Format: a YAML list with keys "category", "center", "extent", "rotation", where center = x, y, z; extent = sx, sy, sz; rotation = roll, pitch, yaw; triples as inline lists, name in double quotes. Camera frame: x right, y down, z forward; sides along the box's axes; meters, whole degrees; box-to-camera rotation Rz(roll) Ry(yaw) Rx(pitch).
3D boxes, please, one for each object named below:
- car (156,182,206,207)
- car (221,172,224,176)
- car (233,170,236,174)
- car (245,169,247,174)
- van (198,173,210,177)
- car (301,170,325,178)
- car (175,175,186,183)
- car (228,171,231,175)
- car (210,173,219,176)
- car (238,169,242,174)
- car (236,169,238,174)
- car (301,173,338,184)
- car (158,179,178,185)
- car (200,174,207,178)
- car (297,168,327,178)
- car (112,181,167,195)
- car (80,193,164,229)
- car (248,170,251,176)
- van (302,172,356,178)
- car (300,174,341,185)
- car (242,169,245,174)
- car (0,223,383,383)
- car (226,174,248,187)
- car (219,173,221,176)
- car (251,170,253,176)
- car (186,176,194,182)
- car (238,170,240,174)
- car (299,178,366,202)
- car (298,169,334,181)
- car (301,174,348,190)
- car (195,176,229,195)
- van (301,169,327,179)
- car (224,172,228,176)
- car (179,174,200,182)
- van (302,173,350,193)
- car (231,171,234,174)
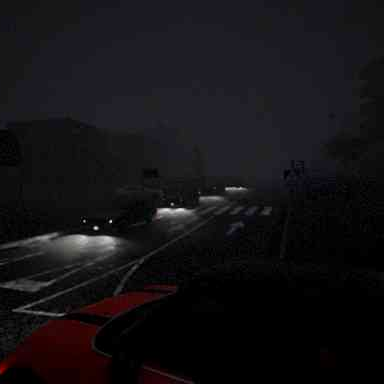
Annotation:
- category: "car"
  center: [-0.705, 0.297, 27.079]
  extent: [2.033, 1.411, 5.357]
  rotation: [0, 5, 17]
- category: "car"
  center: [2.476, -2.103, 56.123]
  extent: [4.792, 1.488, 2.163]
  rotation: [-2, 4, -3]
- category: "car"
  center: [5.795, -3.091, 67.333]
  extent: [5.008, 1.535, 2.097]
  rotation: [-2, 5, -3]
- category: "car"
  center: [10.015, -4.227, 81.336]
  extent: [5.008, 1.535, 2.097]
  rotation: [-2, 4, -3]
- category: "van"
  center: [-0.166, -1.631, 47.675]
  extent: [4.442, 1.987, 1.878]
  rotation: [-2, 5, -3]
- category: "car"
  center: [13.597, -0.829, 33.186]
  extent: [5.566, 2.045, 2.435]
  rotation: [-1, 5, -2]
- category: "car"
  center: [-3.310, -0.574, 36.406]
  extent: [4.553, 1.767, 2.185]
  rotation: [-2, 5, -4]
- category: "car"
  center: [4.118, -2.610, 61.728]
  extent: [4.892, 1.521, 2.231]
  rotation: [-2, 5, -3]
- category: "car"
  center: [0.972, -1.662, 50.519]
  extent: [5.366, 1.575, 1.946]
  rotation: [-2, 4, -3]
- category: "car"
  center: [8.347, -3.915, 75.723]
  extent: [4.553, 1.767, 2.185]
  rotation: [-2, 4, -3]
- category: "car"
  center: [6.657, -3.454, 70.124]
  extent: [4.553, 1.767, 2.185]
  rotation: [-2, 4, -3]
- category: "car"
  center: [19.208, -2.030, 50.302]
  extent: [4.792, 1.488, 2.163]
  rotation: [-1, 4, -2]
- category: "car"
  center: [-4.127, -0.179, 33.600]
  extent: [4.792, 1.488, 2.163]
  rotation: [-2, 4, -4]
- category: "car"
  center: [-0.872, -1.171, 44.887]
  extent: [5.008, 1.535, 2.097]
  rotation: [-2, 4, -4]
- category: "car"
  center: [25.319, -4.018, 70.313]
  extent: [5.566, 2.045, 2.435]
  rotation: [-1, 4, -3]
- category: "car"
  center: [-4.976, 0.074, 30.773]
  extent: [4.674, 1.452, 2.002]
  rotation: [-2, 4, -4]
- category: "car"
  center: [-3.538, 1.063, 17.383]
  extent: [2.033, 1.411, 5.357]
  rotation: [0, 3, 17]
- category: "car"
  center: [11.692, -4.890, 86.911]
  extent: [5.566, 2.045, 2.435]
  rotation: [-2, 4, -3]
- category: "van"
  center: [12.810, -0.560, 30.361]
  extent: [4.442, 1.987, 1.878]
  rotation: [-1, 4, -2]
- category: "car"
  center: [18.278, -1.811, 47.437]
  extent: [4.892, 1.521, 2.231]
  rotation: [-1, 5, -2]
- category: "car"
  center: [9.177, -4.013, 78.535]
  extent: [5.008, 1.535, 2.097]
  rotation: [-2, 4, -3]
- category: "car"
  center: [0.493, 1.351, 2.588]
  extent: [4.553, 1.767, 2.097]
  rotation: [0, 0, 33]
- category: "car"
  center: [6.160, -1.380, 46.540]
  extent: [1.994, 1.385, 4.181]
  rotation: [0, 5, 19]
- category: "car"
  center: [1.607, -1.891, 53.317]
  extent: [5.008, 1.535, 2.097]
  rotation: [-2, 4, -3]
- category: "car"
  center: [13.455, -5.031, 92.530]
  extent: [4.892, 1.521, 2.231]
  rotation: [-2, 4, -3]
- category: "car"
  center: [-2.542, -0.658, 39.238]
  extent: [4.792, 1.488, 2.163]
  rotation: [-2, 5, -4]
- category: "car"
  center: [7.474, -3.522, 72.946]
  extent: [4.674, 1.452, 2.002]
  rotation: [-2, 4, -3]
- category: "car"
  center: [11.759, -0.088, 27.536]
  extent: [5.008, 1.535, 2.097]
  rotation: [-1, 4, -2]
- category: "car"
  center: [21.875, -3.052, 58.878]
  extent: [5.566, 2.045, 2.435]
  rotation: [-1, 4, -3]
- category: "car"
  center: [15.462, -1.197, 38.886]
  extent: [4.553, 1.767, 2.185]
  rotation: [-1, 4, -2]
- category: "car"
  center: [2.349, -0.608, 36.781]
  extent: [1.882, 1.535, 5.008]
  rotation: [0, 5, 20]
- category: "van"
  center: [23.684, -3.518, 64.604]
  extent: [4.442, 1.987, 1.878]
  rotation: [-1, 4, -3]
- category: "car"
  center: [3.271, -2.371, 58.928]
  extent: [5.008, 1.535, 2.097]
  rotation: [-2, 4, -3]
- category: "car"
  center: [-1.664, -1.056, 42.051]
  extent: [4.553, 1.767, 2.185]
  rotation: [-2, 5, -4]
- category: "van"
  center: [14.442, -1.049, 36.026]
  extent: [4.442, 1.987, 1.878]
  rotation: [-1, 5, -2]
- category: "car"
  center: [4.957, -2.850, 64.528]
  extent: [4.892, 1.521, 2.231]
  rotation: [-2, 4, -3]
